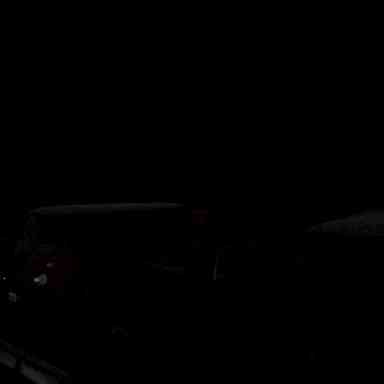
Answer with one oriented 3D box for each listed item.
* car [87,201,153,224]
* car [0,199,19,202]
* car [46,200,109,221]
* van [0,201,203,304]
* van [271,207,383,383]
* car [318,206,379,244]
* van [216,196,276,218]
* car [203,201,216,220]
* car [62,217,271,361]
[{"bbox_3d":[-5.577,1.523,26.489,2.097,1.535,5.008,-1,0,36],"label":"car"},{"bbox_3d":[-6.321,1.235,10.983,2.435,2.045,5.566,0,0,35],"label":"car"},{"bbox_3d":[-10.114,1.564,29.716,2.097,1.535,5.008,-1,0,36],"label":"car"},{"bbox_3d":[-1.840,1.249,7.613,1.878,1.987,4.442,0,0,35],"label":"van"},{"bbox_3d":[2.863,1.241,4.552,1.878,1.987,4.442,0,0,35],"label":"van"},{"bbox_3d":[8.025,1.512,16.786,2.002,1.452,4.674,0,0,35],"label":"car"},{"bbox_3d":[3.554,1.254,20.115,1.878,1.987,4.442,0,0,35],"label":"van"},{"bbox_3d":[1.204,1.361,21.608,2.185,1.767,4.553,0,0,35],"label":"car"},{"bbox_3d":[0.509,1.472,6.077,2.231,1.521,4.892,0,0,35],"label":"car"}]
